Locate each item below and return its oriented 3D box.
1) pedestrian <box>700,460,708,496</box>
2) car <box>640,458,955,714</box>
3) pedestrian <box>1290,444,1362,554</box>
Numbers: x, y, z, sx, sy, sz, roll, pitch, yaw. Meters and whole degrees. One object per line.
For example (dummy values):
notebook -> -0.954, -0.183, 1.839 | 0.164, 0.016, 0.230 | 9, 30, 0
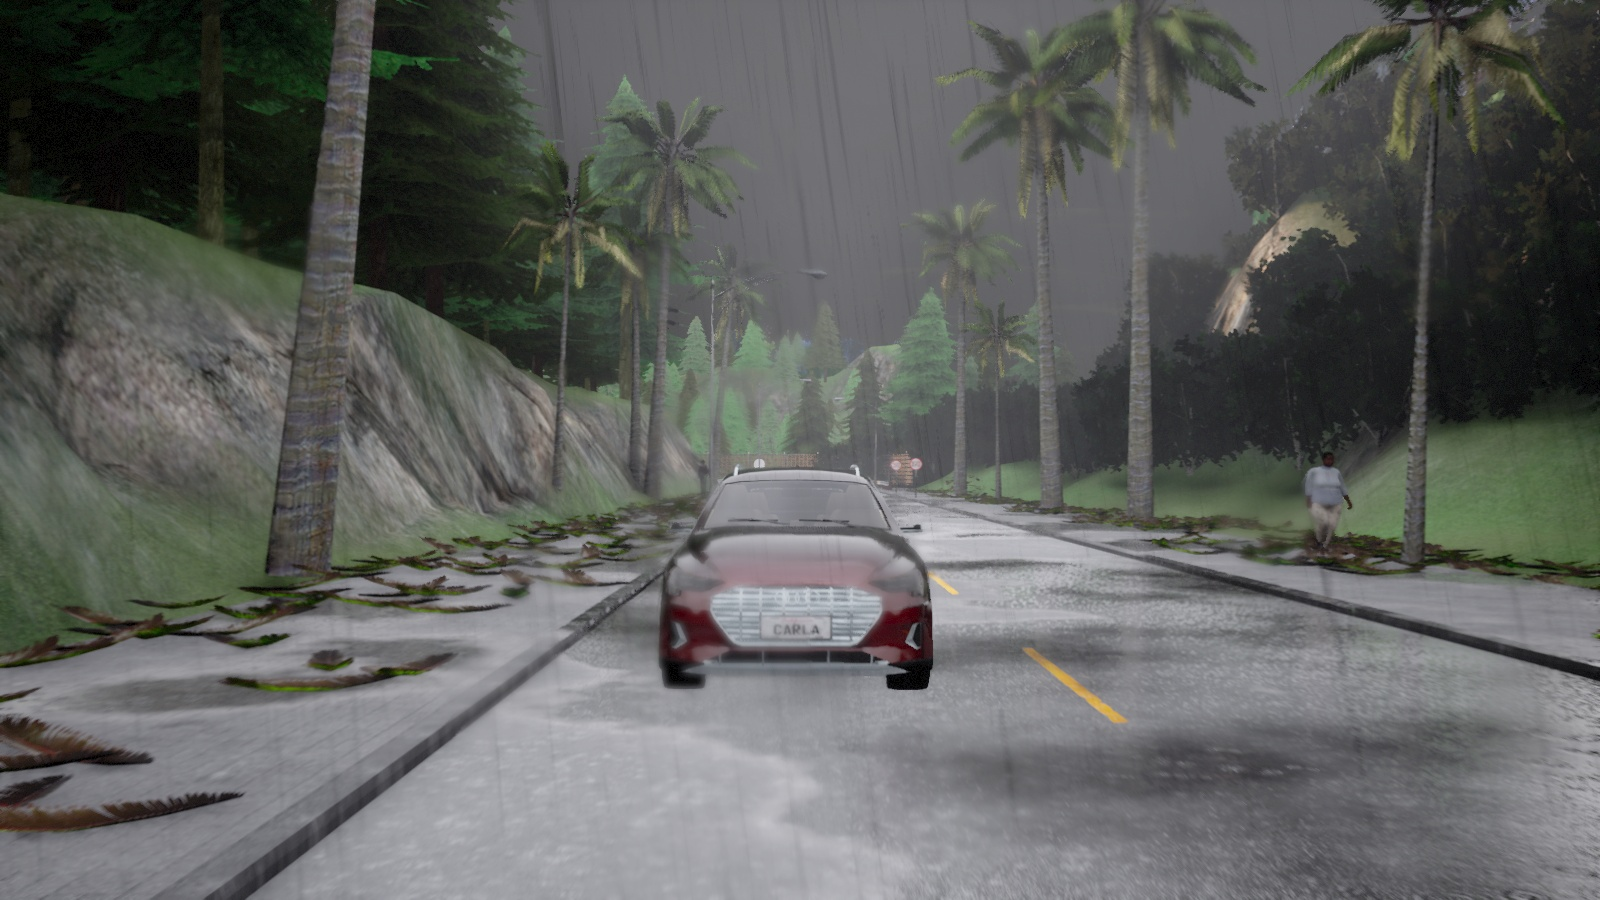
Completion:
pedestrian -> -5.182, 1.492, 67.657 | 0.402, 1.930, 0.666 | 0, -1, 0
car -> -0.022, 0.921, 10.565 | 2.033, 1.649, 4.856 | 0, -1, 0
pedestrian -> 9.101, 0.837, 21.769 | 0.874, 1.855, 0.900 | 0, -1, 2
